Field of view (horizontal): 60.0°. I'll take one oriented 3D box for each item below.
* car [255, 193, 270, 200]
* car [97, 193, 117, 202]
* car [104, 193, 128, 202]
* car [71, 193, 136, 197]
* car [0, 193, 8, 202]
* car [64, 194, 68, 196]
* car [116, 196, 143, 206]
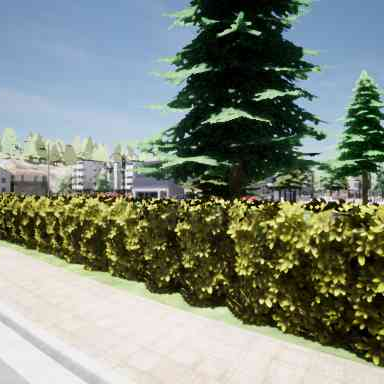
[{"bbox_3d":[8.875,1.226,48.480,2.150,2.045,5.566,0,0,44],"label":"car"},{"bbox_3d":[-18.225,1.077,71.435,1.905,1.878,3.866,0,0,44],"label":"car"},{"bbox_3d":[-15.867,1.097,69.687,1.932,1.855,4.605,0,0,44],"label":"car"},{"bbox_3d":[-8.090,1.221,31.073,2.150,2.045,5.566,0,0,44],"label":"car"},{"bbox_3d":[-41.776,1.097,70.250,1.932,1.855,4.605,0,0,44],"label":"car"},{"bbox_3d":[-27.333,1.154,80.420,2.152,1.636,5.027,0,0,44],"label":"car"},{"bbox_3d":[-10.068,1.384,53.349,1.970,1.475,3.806,0,0,44],"label":"car"}]
